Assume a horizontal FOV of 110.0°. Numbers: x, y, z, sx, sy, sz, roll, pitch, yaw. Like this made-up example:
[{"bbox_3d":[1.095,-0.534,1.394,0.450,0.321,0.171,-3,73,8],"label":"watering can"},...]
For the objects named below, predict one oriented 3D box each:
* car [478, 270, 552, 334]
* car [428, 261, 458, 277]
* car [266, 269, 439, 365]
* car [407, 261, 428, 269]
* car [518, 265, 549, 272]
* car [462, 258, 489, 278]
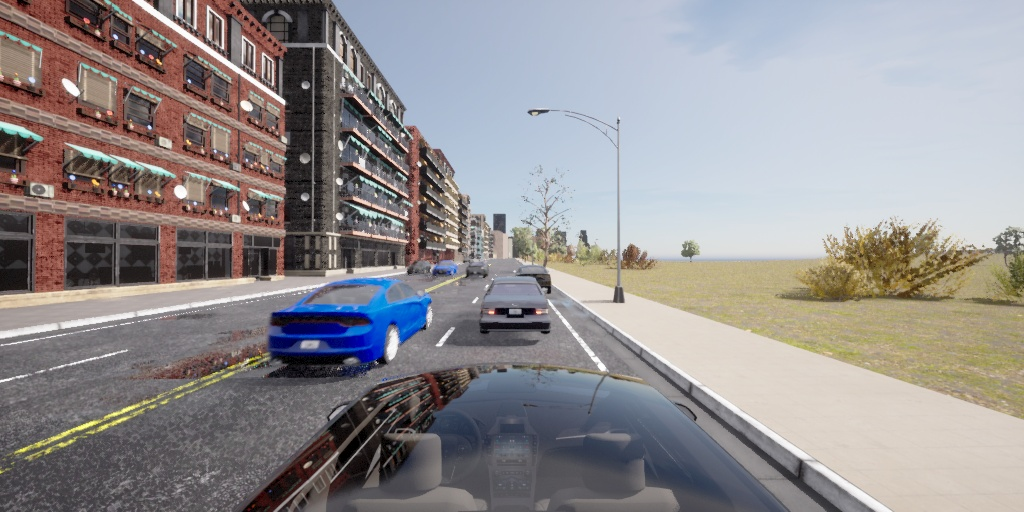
[{"bbox_3d":[0.091,1.299,10.607,2.033,1.411,5.357,0,0,0],"label":"car"},{"bbox_3d":[-6.645,1.229,35.983,1.882,1.535,5.008,0,0,0],"label":"car"},{"bbox_3d":[-3.161,1.228,8.077,1.882,1.535,5.008,0,0,0],"label":"car"},{"bbox_3d":[-9.900,1.256,38.666,1.837,1.490,4.892,0,0,0],"label":"car"},{"bbox_3d":[1.112,1.230,20.371,1.882,1.535,5.008,0,0,0],"label":"car"},{"bbox_3d":[-3.192,1.243,33.706,2.128,1.511,4.902,0,0,0],"label":"car"}]
